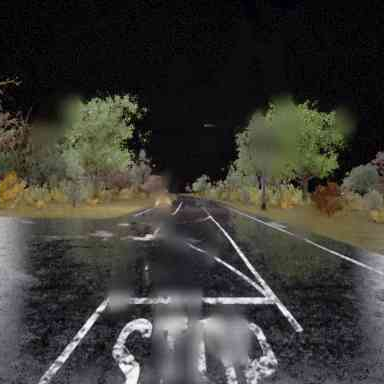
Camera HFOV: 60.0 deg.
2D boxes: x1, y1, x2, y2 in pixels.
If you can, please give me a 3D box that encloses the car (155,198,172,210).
[{"bbox_3d":[-3.598,1.486,42.366,1.882,1.535,5.008,0,0,0],"label":"car"}]
